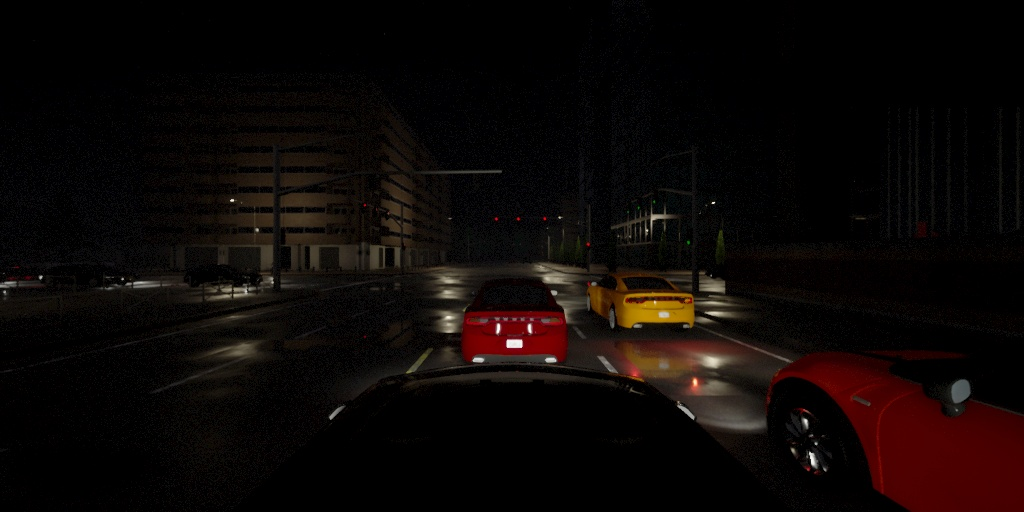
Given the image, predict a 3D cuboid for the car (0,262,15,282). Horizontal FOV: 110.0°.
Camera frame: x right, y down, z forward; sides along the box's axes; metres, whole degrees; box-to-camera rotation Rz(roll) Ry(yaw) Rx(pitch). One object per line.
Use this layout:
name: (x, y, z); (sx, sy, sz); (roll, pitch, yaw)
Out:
car: (-42.243, 1.330, 27.745); (4.674, 1.442, 1.812); (0, 0, 0)

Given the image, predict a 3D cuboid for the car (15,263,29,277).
car: (-50.339, 1.295, 34.914); (4.902, 1.511, 2.128); (0, 0, 1)

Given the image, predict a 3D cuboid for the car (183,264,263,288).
car: (-19.421, 1.330, 24.155); (4.674, 1.442, 1.812); (0, 0, 0)

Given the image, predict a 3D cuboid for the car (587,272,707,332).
car: (3.580, 1.227, 10.879); (1.882, 1.535, 5.008); (0, 0, 0)

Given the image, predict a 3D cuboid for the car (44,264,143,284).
car: (-32.184, 1.351, 27.688); (5.357, 1.411, 2.033); (0, 0, 0)

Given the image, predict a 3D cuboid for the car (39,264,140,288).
car: (-28.663, 1.309, 24.174); (4.892, 1.490, 1.837); (0, 0, 0)

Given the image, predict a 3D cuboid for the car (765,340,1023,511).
car: (3.600, 1.102, 1.733); (2.097, 1.767, 4.553); (0, 0, 0)

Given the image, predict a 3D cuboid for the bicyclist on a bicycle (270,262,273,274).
bicyclist on a bicycle: (-25.527, 1.104, 38.644); (0.582, 1.620, 1.656); (0, 0, 0)

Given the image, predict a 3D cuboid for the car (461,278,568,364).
car: (0.061, 1.227, 8.105); (1.882, 1.535, 5.008); (0, 0, 0)

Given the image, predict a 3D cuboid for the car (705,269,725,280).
car: (19.530, 1.405, 31.180); (4.718, 1.301, 1.895); (0, 0, 0)
